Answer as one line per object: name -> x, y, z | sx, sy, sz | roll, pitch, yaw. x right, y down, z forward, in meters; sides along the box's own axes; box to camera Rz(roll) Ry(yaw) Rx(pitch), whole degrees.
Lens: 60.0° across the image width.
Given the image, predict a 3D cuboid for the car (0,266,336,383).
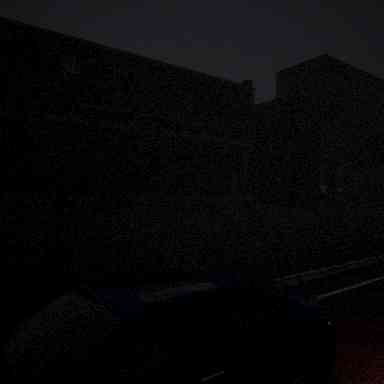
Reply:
car -> -0.567, 1.519, 2.975 | 4.674, 1.442, 1.812 | 0, 0, -36
